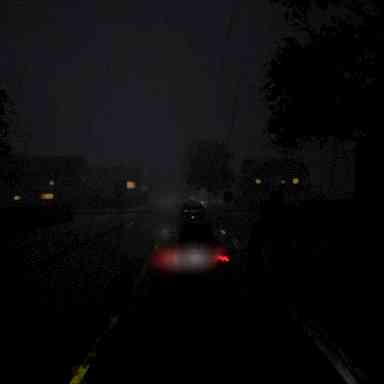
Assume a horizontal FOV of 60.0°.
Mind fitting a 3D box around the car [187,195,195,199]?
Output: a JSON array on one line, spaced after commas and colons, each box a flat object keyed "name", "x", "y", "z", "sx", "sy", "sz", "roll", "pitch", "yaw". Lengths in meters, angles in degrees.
[{"name": "car", "x": -0.138, "y": 1.841, "z": 77.622, "sx": 1.895, "sy": 1.301, "sz": 4.718, "roll": 0, "pitch": 0, "yaw": 0}]

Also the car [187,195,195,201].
[{"name": "car", "x": -0.156, "y": 1.550, "z": 87.610, "sx": 2.097, "sy": 1.767, "sz": 4.553, "roll": 0, "pitch": 0, "yaw": 0}]

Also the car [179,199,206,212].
[{"name": "car", "x": 0.055, "y": 1.533, "z": 25.084, "sx": 2.128, "sy": 1.511, "sz": 4.902, "roll": 0, "pitch": 0, "yaw": 0}]

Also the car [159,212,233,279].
[{"name": "car", "x": 0.085, "y": 1.563, "z": 10.015, "sx": 2.033, "sy": 1.411, "sz": 5.357, "roll": 0, "pitch": 0, "yaw": 0}]
